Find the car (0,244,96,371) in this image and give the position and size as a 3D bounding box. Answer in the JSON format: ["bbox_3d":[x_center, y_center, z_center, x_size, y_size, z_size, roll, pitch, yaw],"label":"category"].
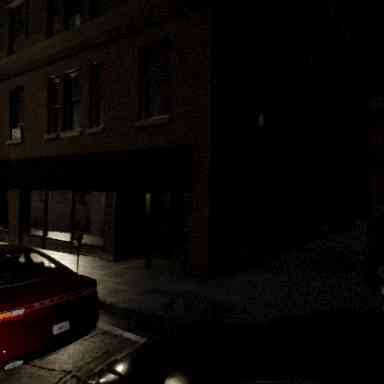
[{"bbox_3d":[-3.426,1.529,5.398,4.507,1.381,1.887,0,1,36],"label":"car"}]

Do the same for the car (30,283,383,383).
[{"bbox_3d":[1.053,1.565,2.199,4.313,1.339,1.947,0,1,36],"label":"car"}]
